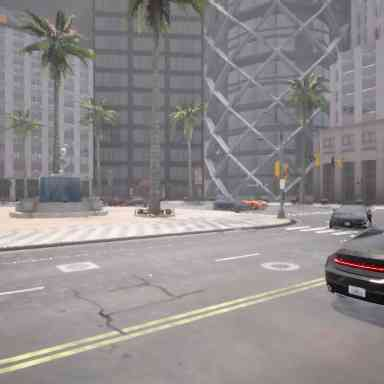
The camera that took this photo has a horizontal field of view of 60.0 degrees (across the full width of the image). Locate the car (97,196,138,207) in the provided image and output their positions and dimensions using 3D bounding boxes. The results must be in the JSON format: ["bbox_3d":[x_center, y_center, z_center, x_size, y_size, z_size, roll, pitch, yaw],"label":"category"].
[{"bbox_3d":[-11.351,1.477,50.779,5.008,1.535,1.882,0,0,12],"label":"car"}]

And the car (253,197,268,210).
[{"bbox_3d":[7.477,1.353,42.397,2.097,1.767,4.553,0,0,-41],"label":"car"}]

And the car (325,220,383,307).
[{"bbox_3d":[4.893,1.505,7.279,4.892,1.490,1.837,0,0,-35],"label":"car"}]

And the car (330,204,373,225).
[{"bbox_3d":[9.874,1.478,20.367,1.882,1.535,5.008,1,1,32],"label":"car"}]

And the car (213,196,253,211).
[{"bbox_3d":[4.681,1.353,40.348,2.097,1.767,4.553,0,0,-41],"label":"car"}]

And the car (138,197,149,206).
[{"bbox_3d":[-7.983,1.526,53.406,4.674,1.442,1.812,0,0,17],"label":"car"}]

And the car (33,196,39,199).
[{"bbox_3d":[-28.454,1.492,61.334,4.902,1.511,2.128,0,0,-10],"label":"car"}]

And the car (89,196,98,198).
[{"bbox_3d":[-18.294,1.478,62.134,5.008,1.535,1.882,0,0,2],"label":"car"}]
